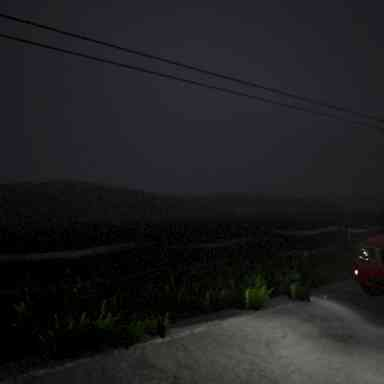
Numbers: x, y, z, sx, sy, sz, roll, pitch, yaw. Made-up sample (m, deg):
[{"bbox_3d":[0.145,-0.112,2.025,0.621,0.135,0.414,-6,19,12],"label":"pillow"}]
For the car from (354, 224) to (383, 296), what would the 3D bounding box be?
[{"bbox_3d":[6.153,1.332,7.824,5.566,2.045,2.150,1,-1,-34],"label":"car"}]
